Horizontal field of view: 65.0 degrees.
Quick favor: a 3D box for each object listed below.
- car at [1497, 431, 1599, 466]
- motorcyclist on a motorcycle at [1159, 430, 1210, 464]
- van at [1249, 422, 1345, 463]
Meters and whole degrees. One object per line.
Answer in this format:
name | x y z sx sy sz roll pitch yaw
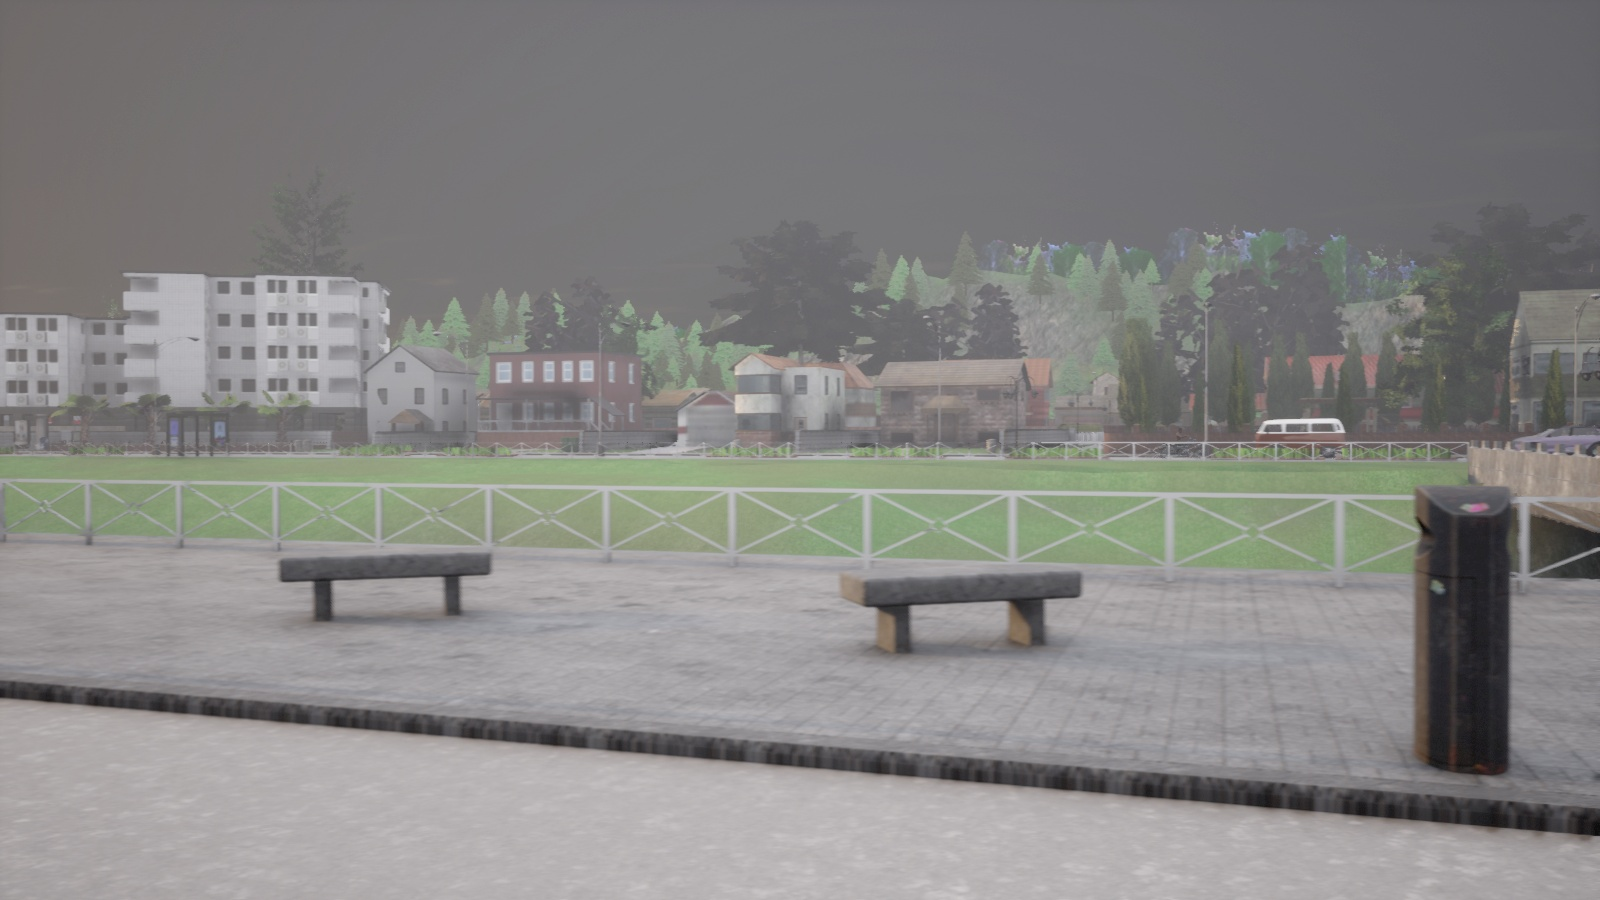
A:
car | 36.648 -0.077 60.683 4.856 1.649 2.033 1 1 19
motorcyclist on a motorcycle | 19.093 -0.150 62.373 2.350 1.649 0.766 1 1 19
van | 25.453 -0.386 64.449 4.480 2.038 2.069 1 1 19
